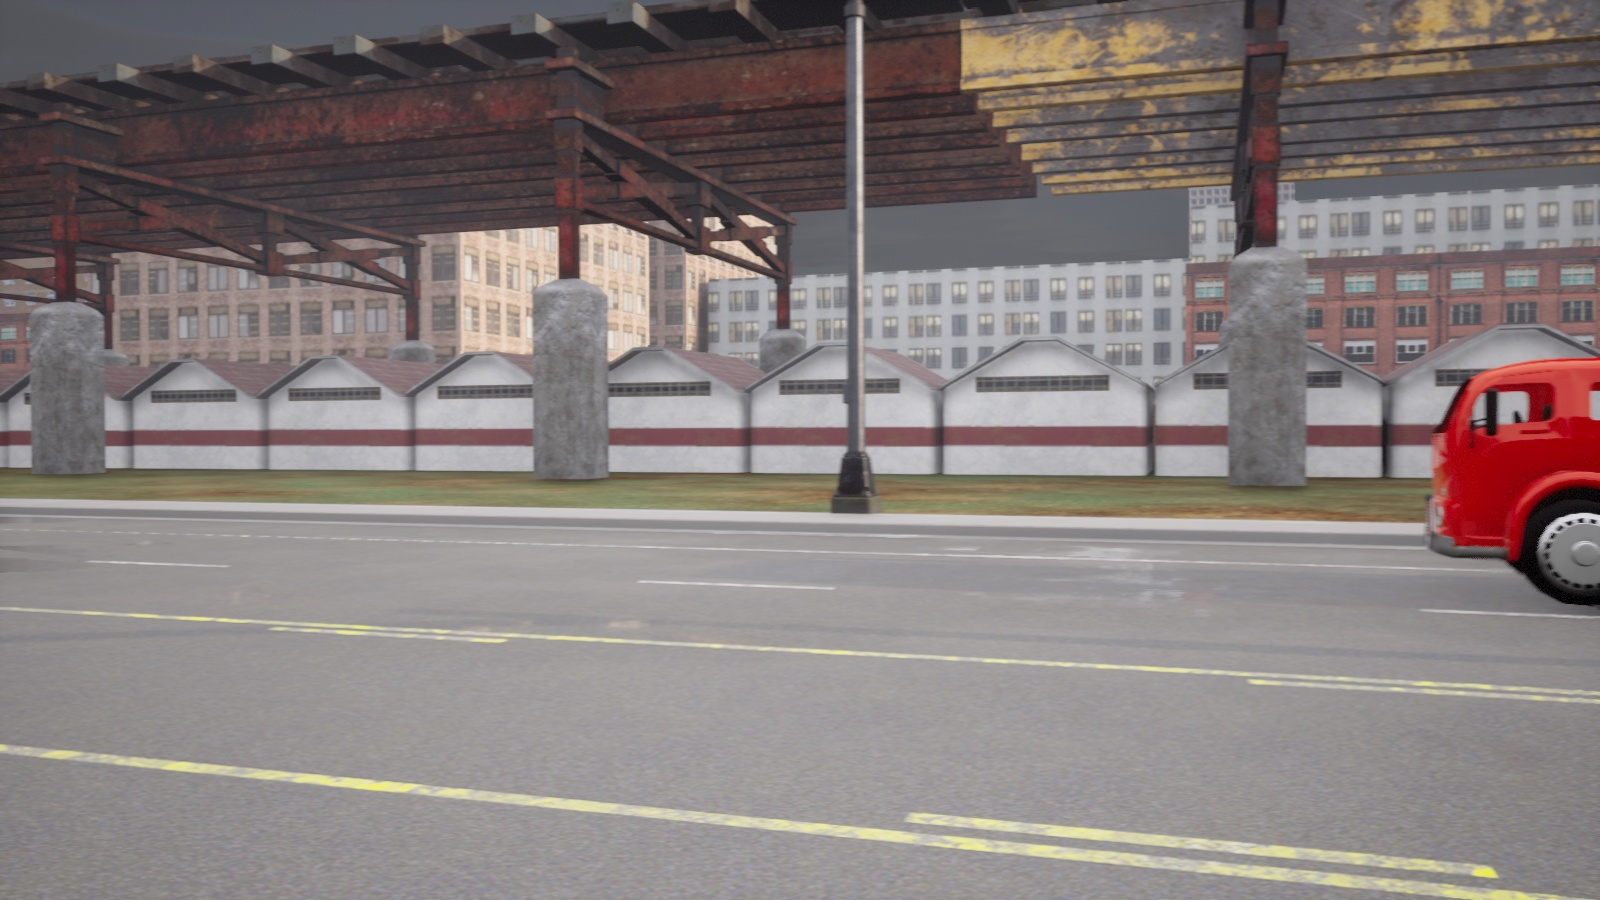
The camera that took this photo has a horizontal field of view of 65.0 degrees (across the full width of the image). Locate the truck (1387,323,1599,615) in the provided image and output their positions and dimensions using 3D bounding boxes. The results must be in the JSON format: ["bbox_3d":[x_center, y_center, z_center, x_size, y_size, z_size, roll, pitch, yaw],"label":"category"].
[{"bbox_3d":[8.272,0.181,11.410,5.204,2.467,2.627,1,0,23],"label":"truck"}]
